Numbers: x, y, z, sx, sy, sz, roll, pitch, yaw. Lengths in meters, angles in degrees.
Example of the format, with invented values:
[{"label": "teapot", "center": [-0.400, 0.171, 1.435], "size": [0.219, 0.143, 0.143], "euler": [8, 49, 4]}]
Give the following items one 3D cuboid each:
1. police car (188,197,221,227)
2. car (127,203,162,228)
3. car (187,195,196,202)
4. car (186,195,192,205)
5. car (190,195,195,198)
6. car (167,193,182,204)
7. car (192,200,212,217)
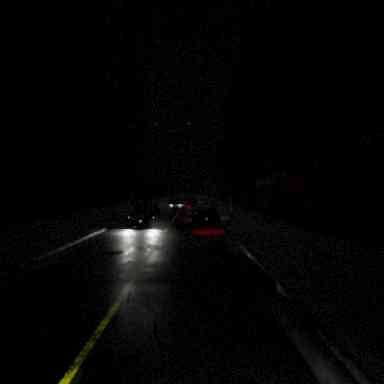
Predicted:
[{"label": "police car", "center": [0.893, 1.430, 22.917], "size": [1.930, 1.638, 5.238], "euler": [0, 0, 0]}, {"label": "car", "center": [-3.106, 1.509, 22.459], "size": [1.837, 1.490, 4.892], "euler": [0, 0, 0]}, {"label": "car", "center": [-0.023, 1.456, 72.942], "size": [1.882, 1.535, 5.008], "euler": [0, 0, 0]}, {"label": "car", "center": [-0.018, 1.636, 57.972], "size": [1.895, 1.301, 4.718], "euler": [0, 0, 0]}, {"label": "car", "center": [0.888, 1.493, 38.808], "size": [1.882, 1.535, 5.008], "euler": [0, 0, 0]}, {"label": "car", "center": [-3.032, 1.262, 64.012], "size": [2.150, 2.045, 5.566], "euler": [0, 0, 0]}, {"label": "car", "center": [0.890, 1.537, 32.808], "size": [1.812, 1.442, 4.674], "euler": [0, 0, 0]}]
